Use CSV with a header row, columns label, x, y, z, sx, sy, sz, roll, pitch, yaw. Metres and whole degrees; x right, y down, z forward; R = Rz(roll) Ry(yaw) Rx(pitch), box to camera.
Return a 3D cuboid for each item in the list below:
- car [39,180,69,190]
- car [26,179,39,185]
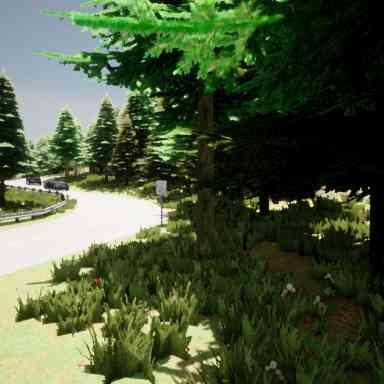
label,x,y,z,sx,sy,sz,roll,pitch,yaw
car,-18.827,-0.986,46.137,4.181,1.385,1.994,6,4,40
car,-25.451,-1.912,53.406,1.837,1.490,4.892,0,5,-33
